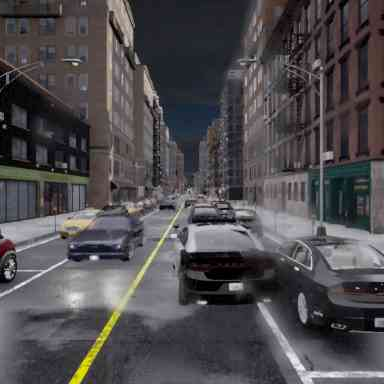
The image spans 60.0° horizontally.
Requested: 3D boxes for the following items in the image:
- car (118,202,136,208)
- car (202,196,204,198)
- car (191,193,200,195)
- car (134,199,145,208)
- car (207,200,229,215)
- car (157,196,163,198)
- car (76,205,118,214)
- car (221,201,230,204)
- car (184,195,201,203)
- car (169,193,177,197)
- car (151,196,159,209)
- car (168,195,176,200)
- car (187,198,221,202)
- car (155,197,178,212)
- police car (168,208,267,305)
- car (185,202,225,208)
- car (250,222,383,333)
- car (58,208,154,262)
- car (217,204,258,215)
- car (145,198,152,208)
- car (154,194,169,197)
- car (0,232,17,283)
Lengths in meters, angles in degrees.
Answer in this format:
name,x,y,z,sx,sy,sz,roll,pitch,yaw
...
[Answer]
name,x,y,z,sx,sy,sz,roll,pitch,yaw
car,-5.419,1.564,22.966,1.947,1.339,4.313,0,0,0
car,2.574,1.515,44.790,1.752,1.417,4.829,0,0,0
car,-0.084,1.457,58.800,1.882,1.535,5.008,0,0,0
car,-5.427,1.523,28.209,1.752,1.417,4.829,0,0,0
car,2.590,1.562,33.794,1.947,1.339,4.313,0,0,0
car,-5.450,1.541,44.618,2.008,1.369,4.403,0,0,0
car,-5.411,1.524,17.384,1.752,1.417,4.829,0,0,0
car,2.598,1.563,28.381,1.947,1.339,4.313,0,0,0
car,-0.045,1.494,45.736,1.837,1.490,4.892,0,0,1
car,-5.504,1.513,81.906,2.008,1.369,4.403,0,0,0
car,-5.443,1.544,39.205,2.008,1.369,4.403,0,0,0
car,-5.520,1.477,92.644,1.752,1.417,4.829,0,0,0
car,0.792,1.476,24.257,1.882,1.535,5.008,0,0,0
car,-2.802,1.595,38.891,1.895,1.301,4.718,0,0,0
police car,0.512,1.424,8.289,1.930,1.638,5.238,0,0,-6
car,0.691,1.503,18.258,1.837,1.490,4.892,0,0,0
car,2.629,1.550,6.731,2.008,1.369,4.403,0,0,0
car,-2.867,1.546,12.409,2.033,1.411,5.357,0,0,0
car,2.614,1.549,17.556,2.008,1.369,4.403,0,0,0
car,-5.435,1.578,33.792,1.802,1.307,4.206,0,0,0
car,-5.466,1.297,55.443,2.192,1.841,5.009,0,0,0
car,-5.396,1.440,6.728,1.967,1.590,4.097,0,0,0
